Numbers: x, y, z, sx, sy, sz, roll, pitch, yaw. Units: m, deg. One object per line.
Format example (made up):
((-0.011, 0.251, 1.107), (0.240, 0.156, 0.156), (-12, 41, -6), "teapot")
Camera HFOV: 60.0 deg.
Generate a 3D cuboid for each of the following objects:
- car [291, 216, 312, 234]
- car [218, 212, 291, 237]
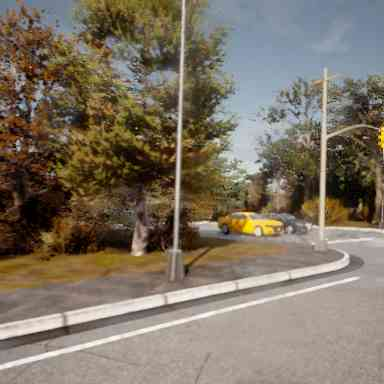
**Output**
((6.607, 2.310, 24.929), (2.128, 1.511, 4.902), (3, -4, -37), "car")
((3.906, 2.152, 22.714), (1.882, 1.535, 5.008), (3, -4, -38), "car")
